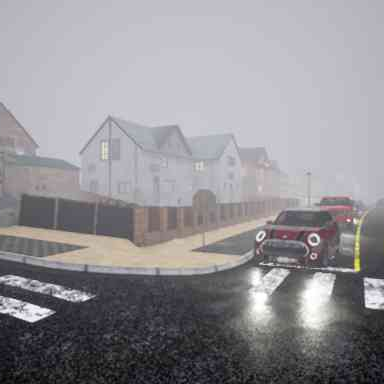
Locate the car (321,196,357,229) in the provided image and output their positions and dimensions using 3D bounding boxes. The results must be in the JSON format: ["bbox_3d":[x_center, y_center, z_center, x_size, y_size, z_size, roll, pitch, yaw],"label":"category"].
[{"bbox_3d":[9.706,1.276,22.474,2.150,2.045,5.566,0,0,28],"label":"car"}]

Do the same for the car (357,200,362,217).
[{"bbox_3d":[14.633,1.466,31.589,2.097,1.767,4.553,0,0,29],"label":"car"}]

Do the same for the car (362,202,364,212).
[{"bbox_3d":[21.137,1.752,42.927,2.033,1.411,5.357,0,0,31],"label":"car"}]

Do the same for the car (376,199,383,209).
[{"bbox_3d":[29.634,1.759,51.421,1.882,1.535,5.008,0,0,32],"label":"car"}]

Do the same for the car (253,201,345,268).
[{"bbox_3d":[3.771,1.364,11.509,2.097,1.767,4.553,0,0,31],"label":"car"}]
